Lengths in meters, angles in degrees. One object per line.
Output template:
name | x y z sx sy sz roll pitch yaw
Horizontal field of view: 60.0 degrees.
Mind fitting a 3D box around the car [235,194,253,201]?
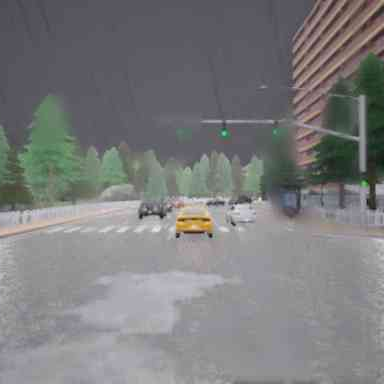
car | 10.185 1.517 68.202 2.150 2.045 5.566 -1 0 44

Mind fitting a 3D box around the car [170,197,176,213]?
car | -3.488 1.573 40.725 2.097 1.767 4.553 0 0 0

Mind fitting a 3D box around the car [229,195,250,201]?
car | 8.133 1.761 59.499 1.837 1.490 4.892 -1 0 30

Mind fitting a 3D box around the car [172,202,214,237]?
car | 0.103 1.564 18.746 1.882 1.535 5.008 0 0 0

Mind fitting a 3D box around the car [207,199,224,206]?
car | 4.301 1.881 59.737 1.895 1.301 4.718 -1 0 30

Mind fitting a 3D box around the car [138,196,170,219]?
car | -3.576 1.391 31.085 2.150 2.045 5.566 0 0 0

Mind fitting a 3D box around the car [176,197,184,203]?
car | -2.601 1.623 50.672 2.097 1.767 4.553 0 0 12

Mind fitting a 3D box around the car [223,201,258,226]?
car | 3.590 1.614 24.125 1.812 1.442 4.674 0 0 0
